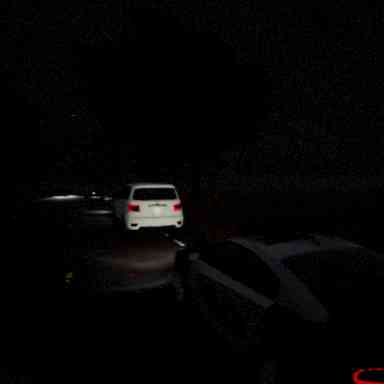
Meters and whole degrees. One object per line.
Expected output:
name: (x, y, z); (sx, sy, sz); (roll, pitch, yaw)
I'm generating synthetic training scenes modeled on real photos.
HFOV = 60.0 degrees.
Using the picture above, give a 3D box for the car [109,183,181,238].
car: (-2.050, 0.623, 14.047); (2.150, 2.045, 5.566); (-1, 2, -19)

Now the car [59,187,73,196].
car: (-19.049, -0.158, 50.221); (1.895, 1.301, 4.718); (-2, 3, -18)

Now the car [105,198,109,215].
car: (-3.963, 0.714, 19.722); (1.837, 1.490, 4.892); (-2, 2, -19)

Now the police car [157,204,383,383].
police car: (1.098, 1.201, 4.645); (1.930, 1.638, 5.238); (-2, 3, -19)

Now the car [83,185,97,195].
car: (-15.777, -0.305, 51.281); (1.994, 1.385, 4.181); (-2, 3, -19)

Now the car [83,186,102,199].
car: (-11.769, 0.049, 39.630); (1.994, 1.385, 4.181); (-1, 2, -18)
